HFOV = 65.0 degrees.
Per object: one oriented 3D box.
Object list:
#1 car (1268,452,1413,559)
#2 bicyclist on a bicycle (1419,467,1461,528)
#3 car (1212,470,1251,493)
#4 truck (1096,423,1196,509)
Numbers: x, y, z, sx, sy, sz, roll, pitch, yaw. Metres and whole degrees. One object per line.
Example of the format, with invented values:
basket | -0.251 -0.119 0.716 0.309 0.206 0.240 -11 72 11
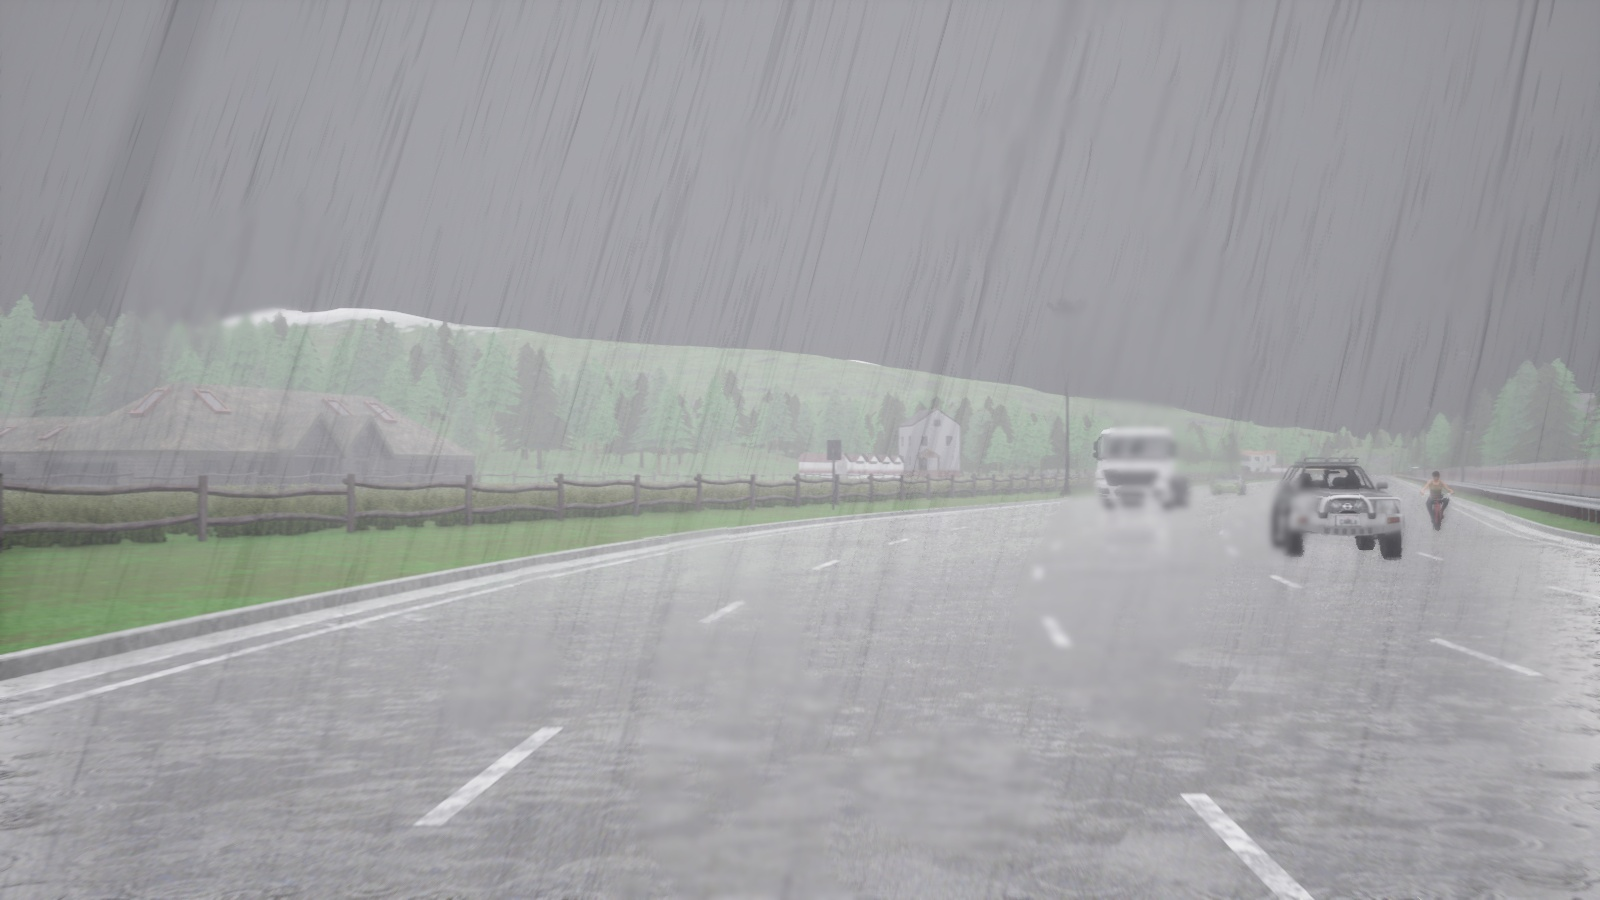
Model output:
car | 10.254 1.002 24.164 1.932 1.855 4.605 -1 -1 16
bicyclist on a bicycle | 17.277 1.263 33.934 0.866 1.612 1.509 0 -1 22
car | 29.154 2.085 84.742 2.007 1.525 4.514 -1 -1 25
truck | 15.192 0.699 54.718 2.891 3.462 7.936 -1 -1 25
